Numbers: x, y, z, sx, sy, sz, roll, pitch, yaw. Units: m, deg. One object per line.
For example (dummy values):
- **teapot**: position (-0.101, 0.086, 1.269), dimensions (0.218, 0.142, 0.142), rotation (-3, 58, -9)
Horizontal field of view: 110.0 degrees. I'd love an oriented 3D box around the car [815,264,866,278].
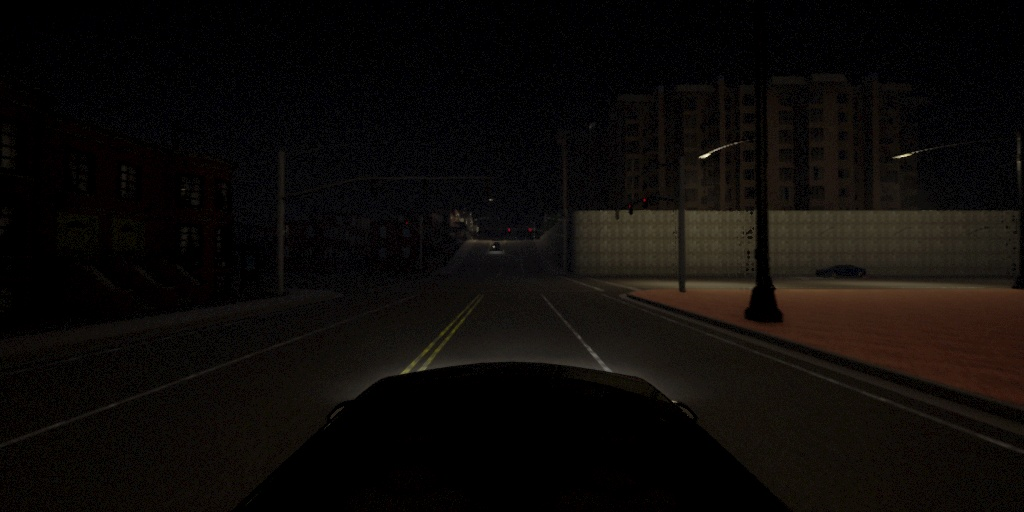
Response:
- **car**: position (38.416, 1.758, 41.996), dimensions (5.008, 1.535, 1.882), rotation (0, -1, 0)
